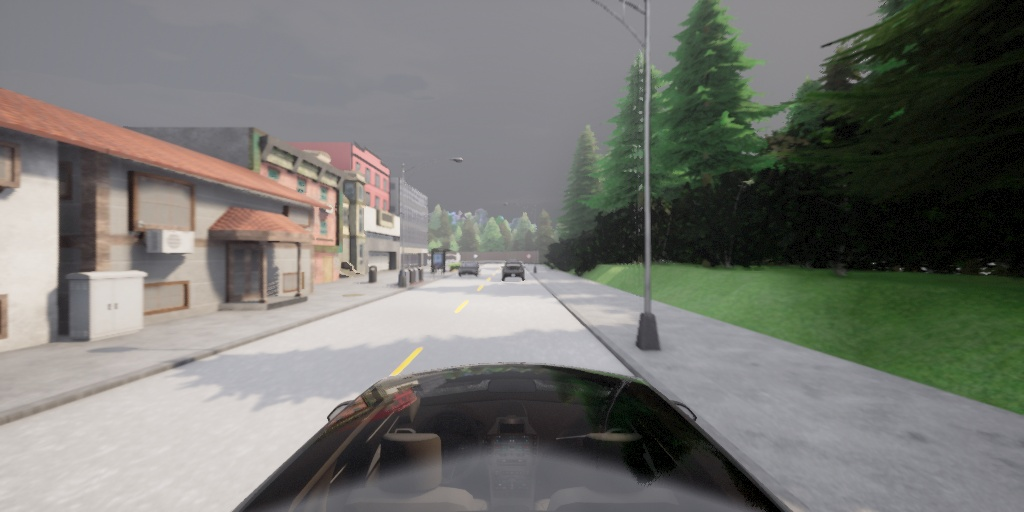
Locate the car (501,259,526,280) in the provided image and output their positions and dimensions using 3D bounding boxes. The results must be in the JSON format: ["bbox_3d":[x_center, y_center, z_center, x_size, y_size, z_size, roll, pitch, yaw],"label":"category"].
[{"bbox_3d":[0.105,1.260,30.846,1.837,1.490,4.892,0,0,0],"label":"car"}]

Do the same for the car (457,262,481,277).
[{"bbox_3d":[-4.091,1.303,35.173,2.033,1.411,5.357,0,0,0],"label":"car"}]
